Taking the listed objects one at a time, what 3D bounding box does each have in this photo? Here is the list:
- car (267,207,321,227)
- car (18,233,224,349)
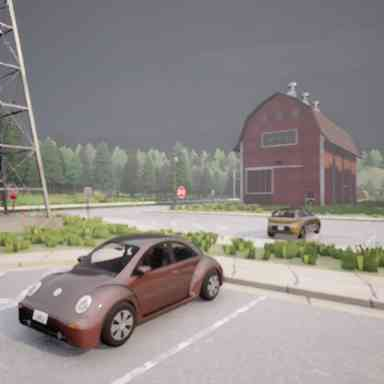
[{"bbox_3d":[5.430,1.532,17.506,1.816,1.474,4.193,0,0,36],"label":"car"},{"bbox_3d":[-1.042,1.541,6.323,1.784,1.438,3.905,0,0,36],"label":"car"}]
